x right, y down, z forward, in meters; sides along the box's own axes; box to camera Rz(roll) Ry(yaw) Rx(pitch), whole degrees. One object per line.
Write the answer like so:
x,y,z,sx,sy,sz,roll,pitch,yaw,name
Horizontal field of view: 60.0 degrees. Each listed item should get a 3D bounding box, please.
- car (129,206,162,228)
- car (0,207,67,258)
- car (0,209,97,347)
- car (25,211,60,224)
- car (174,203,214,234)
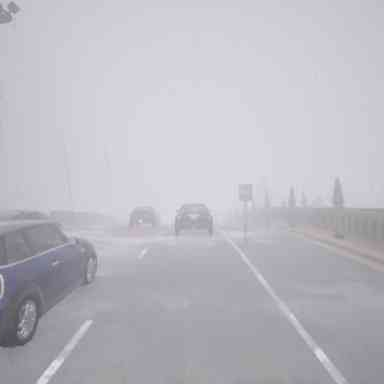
-3.397,1.806,24.496,1.837,1.490,4.892,0,-3,0,car
-6.901,1.450,13.480,1.837,1.490,4.892,0,-1,0,car
-3.400,1.311,6.407,2.097,1.767,4.553,0,0,0,car
-17.497,3.081,39.141,1.895,1.301,4.718,0,-7,0,car
0.102,1.431,19.523,2.097,1.767,4.553,0,-2,0,car
